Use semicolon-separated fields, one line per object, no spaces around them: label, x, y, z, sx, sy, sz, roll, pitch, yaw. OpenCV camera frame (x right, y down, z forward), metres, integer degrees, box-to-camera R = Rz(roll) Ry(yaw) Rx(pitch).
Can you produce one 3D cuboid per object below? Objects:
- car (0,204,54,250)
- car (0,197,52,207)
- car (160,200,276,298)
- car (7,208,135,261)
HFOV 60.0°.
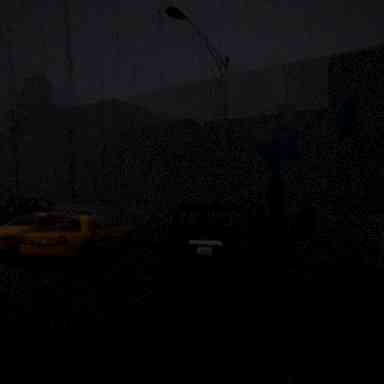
car;-6.427;1.506;13.851;1.946;1.575;5.366;0;-1;16
car;-8.823;1.273;15.748;2.435;2.045;5.566;0;-1;15
car;0.950;1.238;8.838;2.435;2.045;5.566;0;-1;16
car;-3.891;1.502;12.469;1.946;1.575;5.366;0;-1;15
